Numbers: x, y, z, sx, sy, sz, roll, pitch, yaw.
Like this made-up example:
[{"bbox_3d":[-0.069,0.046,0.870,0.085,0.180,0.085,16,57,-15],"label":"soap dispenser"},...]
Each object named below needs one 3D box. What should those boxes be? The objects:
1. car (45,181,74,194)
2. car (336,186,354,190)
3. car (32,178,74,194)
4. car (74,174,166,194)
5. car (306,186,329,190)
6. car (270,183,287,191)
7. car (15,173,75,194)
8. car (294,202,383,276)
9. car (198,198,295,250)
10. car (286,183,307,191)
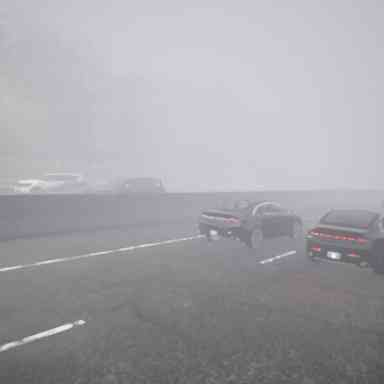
[{"bbox_3d":[-6.807,0.171,22.831,2.033,1.411,5.357,5,4,42],"label":"car"},{"bbox_3d":[23.841,-0.184,51.911,2.097,1.767,4.553,5,4,42],"label":"car"},{"bbox_3d":[-9.130,-0.089,25.466,1.837,1.490,4.892,5,4,42],"label":"car"},{"bbox_3d":[-4.032,0.056,20.667,2.150,2.045,5.566,5,4,42],"label":"car"},{"bbox_3d":[20.737,-0.184,53.694,1.994,1.385,4.181,5,4,42],"label":"car"},{"bbox_3d":[15.469,-0.817,58.254,2.097,1.767,4.553,5,4,42],"label":"car"},{"bbox_3d":[-11.650,-0.586,27.860,2.150,2.045,5.566,5,4,42],"label":"car"},{"bbox_3d":[4.968,1.222,9.648,1.837,1.490,4.892,5,4,42],"label":"car"},{"bbox_3d":[2.275,0.995,11.874,2.128,1.511,4.902,5,4,42],"label":"car"},{"bbox_3d":[18.456,-0.488,56.377,1.882,1.535,5.008,5,4,42],"label":"car"}]
